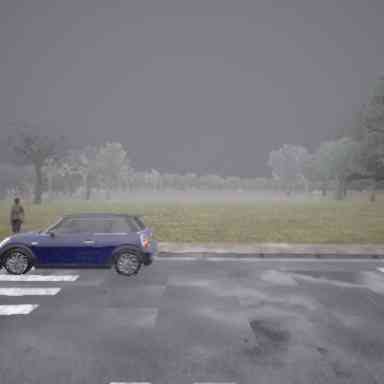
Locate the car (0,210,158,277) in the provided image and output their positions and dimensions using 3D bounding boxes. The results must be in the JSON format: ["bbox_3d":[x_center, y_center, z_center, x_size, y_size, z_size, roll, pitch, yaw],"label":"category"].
[{"bbox_3d":[-3.350,1.413,10.047,4.553,1.767,2.097,0,1,0],"label":"car"}]

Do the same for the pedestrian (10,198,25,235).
[{"bbox_3d":[-6.816,1.145,12.958,0.375,1.860,0.375,0,0,0],"label":"pedestrian"}]
